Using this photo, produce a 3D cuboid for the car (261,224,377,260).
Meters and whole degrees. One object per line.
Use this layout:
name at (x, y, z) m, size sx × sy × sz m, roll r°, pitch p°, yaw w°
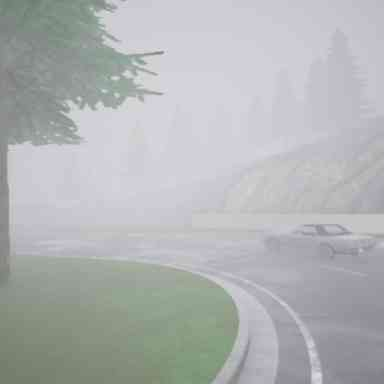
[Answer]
car at (5.209, 2.021, 14.420) m, size 1.895 × 1.301 × 4.718 m, roll 0°, pitch -3°, yaw -31°
